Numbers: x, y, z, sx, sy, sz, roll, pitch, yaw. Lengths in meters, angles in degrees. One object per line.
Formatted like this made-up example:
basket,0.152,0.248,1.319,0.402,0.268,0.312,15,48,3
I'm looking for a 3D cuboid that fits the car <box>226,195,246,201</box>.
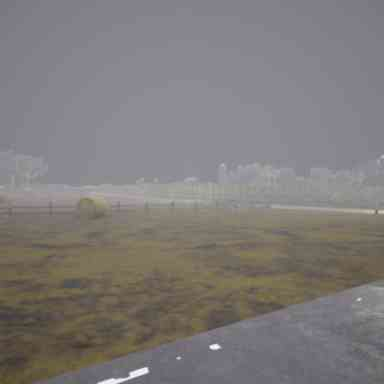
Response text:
car,9.194,1.373,69.804,2.097,1.767,4.553,-1,1,-35
